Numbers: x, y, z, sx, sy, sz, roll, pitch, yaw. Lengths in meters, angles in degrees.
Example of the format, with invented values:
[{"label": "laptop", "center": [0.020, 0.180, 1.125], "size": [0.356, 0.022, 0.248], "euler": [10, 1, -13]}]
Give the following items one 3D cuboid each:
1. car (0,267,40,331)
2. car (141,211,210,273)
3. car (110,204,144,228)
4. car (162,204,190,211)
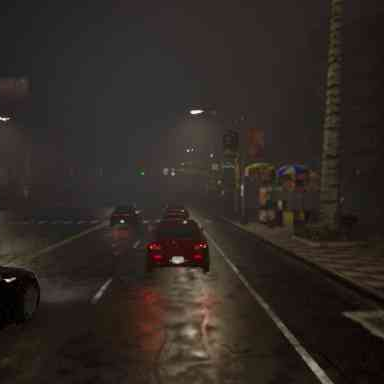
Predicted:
[{"label": "car", "center": [-3.675, 1.561, 4.254], "size": [1.812, 1.442, 4.674], "euler": [0, 0, -2]}, {"label": "car", "center": [-0.467, 1.592, 10.896], "size": [1.812, 1.442, 4.674], "euler": [0, 0, -3]}, {"label": "car", "center": [-4.630, 1.659, 23.890], "size": [1.837, 1.490, 4.892], "euler": [0, 0, -3]}, {"label": "car", "center": [-1.181, 1.658, 24.938], "size": [1.837, 1.490, 4.892], "euler": [0, 0, -3]}]
